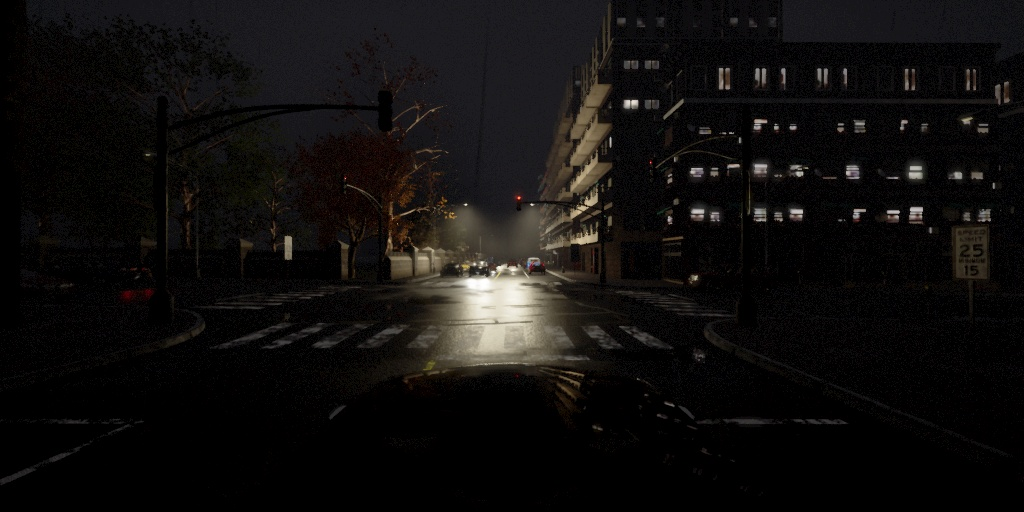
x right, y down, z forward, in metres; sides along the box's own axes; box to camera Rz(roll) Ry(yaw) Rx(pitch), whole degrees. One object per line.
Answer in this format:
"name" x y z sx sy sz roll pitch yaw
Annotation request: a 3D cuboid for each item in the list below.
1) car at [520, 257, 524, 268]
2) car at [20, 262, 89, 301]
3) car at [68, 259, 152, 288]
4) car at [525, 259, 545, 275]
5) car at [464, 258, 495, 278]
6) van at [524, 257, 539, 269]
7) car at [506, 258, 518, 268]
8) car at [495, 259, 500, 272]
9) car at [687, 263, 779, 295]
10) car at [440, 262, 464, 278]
"car" 2.752 1.230 56.815 1.967 1.591 4.097 0 0 0
"car" -18.949 1.007 13.288 4.207 1.307 1.802 0 0 0
"car" -22.340 0.878 19.044 4.902 1.511 2.128 1 0 0
"car" 2.733 1.314 39.925 1.888 1.381 4.507 0 0 0
"car" -3.073 1.256 34.531 2.128 1.511 4.902 0 0 -1
"van" 2.740 1.116 45.555 1.690 1.789 3.998 0 0 0
"car" 0.067 1.304 62.598 1.837 1.490 4.892 0 0 0
"car" -3.046 1.341 47.402 1.994 1.385 4.181 0 0 0
"car" 13.472 1.353 21.942 5.009 1.841 2.192 0 0 0
"car" -5.654 1.330 34.304 1.948 1.339 4.313 0 0 0
